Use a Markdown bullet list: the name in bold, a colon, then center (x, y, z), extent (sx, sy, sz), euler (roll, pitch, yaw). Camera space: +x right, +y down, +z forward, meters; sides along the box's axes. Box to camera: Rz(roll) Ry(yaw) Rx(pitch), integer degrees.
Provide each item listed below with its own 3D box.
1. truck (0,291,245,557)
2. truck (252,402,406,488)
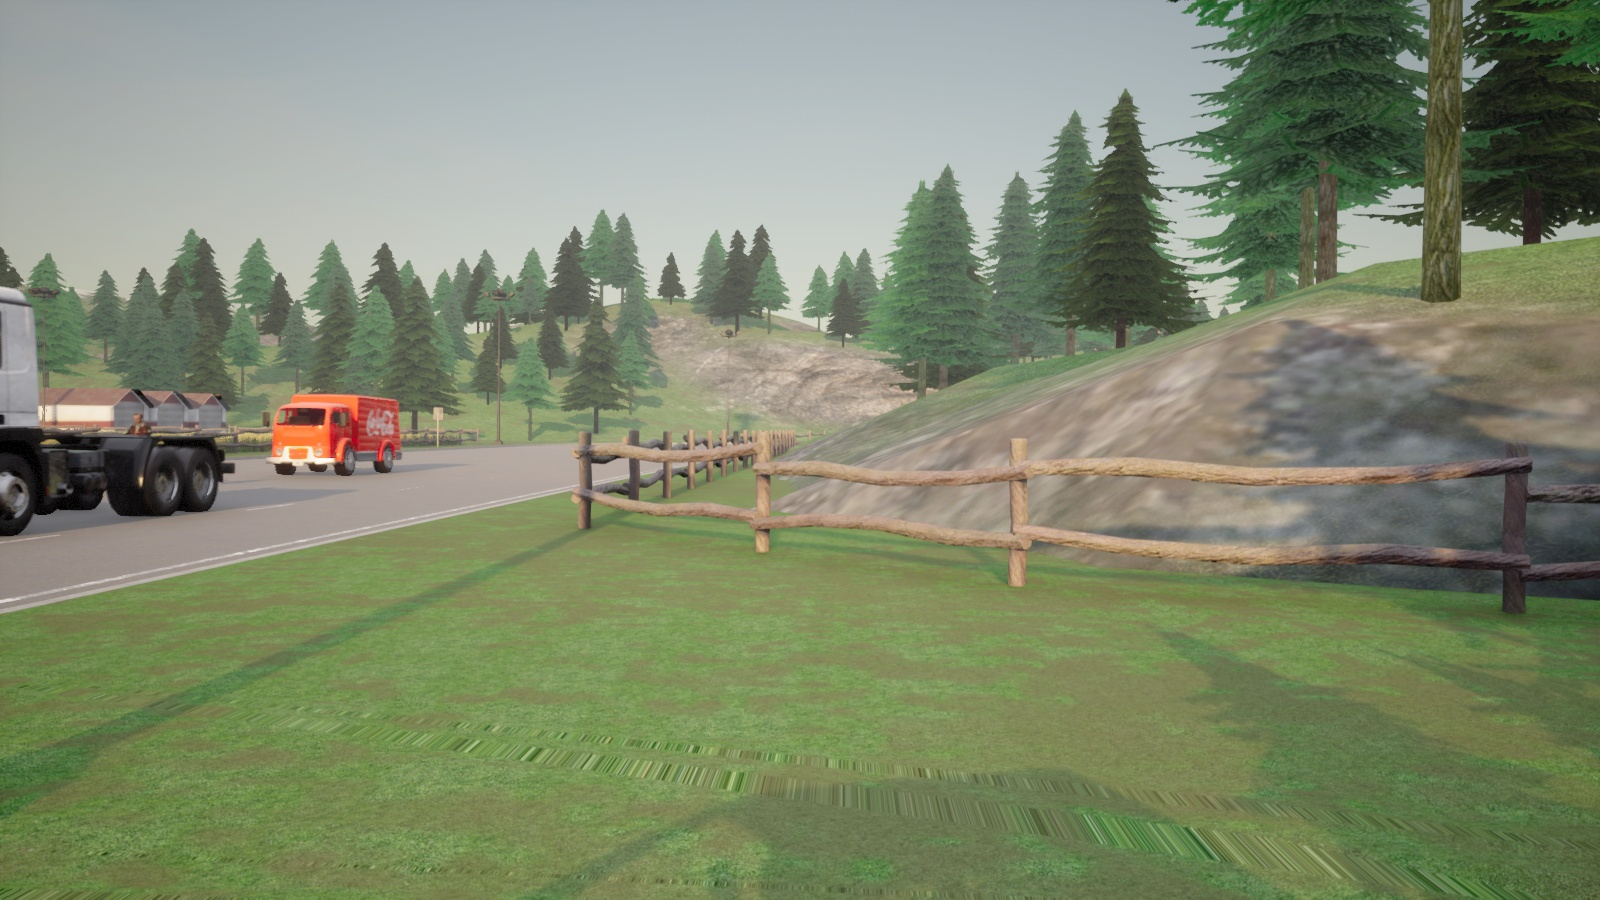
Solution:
- **truck**: center (-11.755, -0.366, 18.992), extent (2.891, 3.462, 7.936), euler (-1, 1, 2)
- **truck**: center (-14.458, -0.159, 38.977), extent (2.627, 2.467, 5.204), euler (-1, 0, 2)
